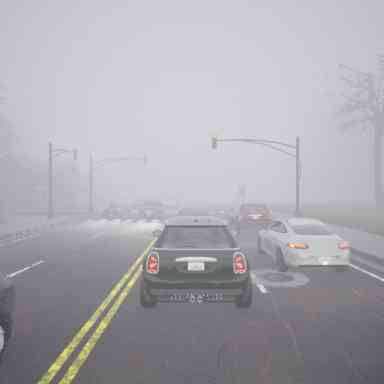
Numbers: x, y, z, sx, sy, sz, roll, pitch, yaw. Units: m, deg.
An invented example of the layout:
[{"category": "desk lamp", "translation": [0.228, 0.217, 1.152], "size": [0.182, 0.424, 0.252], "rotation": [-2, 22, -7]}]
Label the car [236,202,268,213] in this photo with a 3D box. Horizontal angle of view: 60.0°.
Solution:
[{"category": "car", "translation": [3.331, 1.352, 19.434], "size": [2.097, 1.767, 4.553], "rotation": [0, 0, 0]}]

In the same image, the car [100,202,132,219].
[{"category": "car", "translation": [-6.569, 1.601, 29.151], "size": [1.895, 1.301, 4.718], "rotation": [0, 0, 0]}]

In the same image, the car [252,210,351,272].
[{"category": "car", "translation": [3.345, 1.526, 10.640], "size": [1.812, 1.442, 4.674], "rotation": [0, 0, 0]}]

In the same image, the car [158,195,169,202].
[{"category": "car", "translation": [-6.414, 1.504, 74.914], "size": [2.033, 1.411, 5.357], "rotation": [0, 0, 0]}]

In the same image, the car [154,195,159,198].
[{"category": "car", "translation": [-6.507, 1.331, 59.596], "size": [2.097, 1.767, 4.553], "rotation": [0, 0, 0]}]

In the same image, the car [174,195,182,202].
[{"category": "car", "translation": [-3.163, 1.460, 75.935], "size": [1.837, 1.490, 4.892], "rotation": [0, 0, 0]}]

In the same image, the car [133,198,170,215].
[{"category": "car", "translation": [-3.320, 1.491, 28.043], "size": [2.128, 1.511, 4.902], "rotation": [0, 0, 0]}]

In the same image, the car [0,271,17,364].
[{"category": "car", "translation": [-3.348, 1.506, 2.696], "size": [1.837, 1.490, 4.892], "rotation": [0, 0, 0]}]

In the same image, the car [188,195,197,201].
[{"category": "car", "translation": [0.099, 1.482, 85.690], "size": [2.128, 1.511, 4.902], "rotation": [0, 0, 0]}]

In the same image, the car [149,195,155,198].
[{"category": "car", "translation": [-6.548, 1.539, 44.345], "size": [2.033, 1.411, 5.357], "rotation": [0, 0, 0]}]

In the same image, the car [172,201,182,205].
[{"category": "car", "translation": [0.061, 1.478, 17.351], "size": [1.882, 1.535, 5.008], "rotation": [0, 0, 0]}]

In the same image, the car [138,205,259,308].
[{"category": "car", "translation": [0.085, 1.352, 8.086], "size": [2.097, 1.767, 4.553], "rotation": [0, 0, 0]}]

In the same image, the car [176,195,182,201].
[{"category": "car", "translation": [-3.250, 1.484, 60.626], "size": [1.837, 1.490, 4.892], "rotation": [0, 0, 0]}]

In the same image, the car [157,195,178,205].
[{"category": "car", "translation": [-3.298, 1.517, 44.693], "size": [1.812, 1.442, 4.674], "rotation": [0, 0, 0]}]
